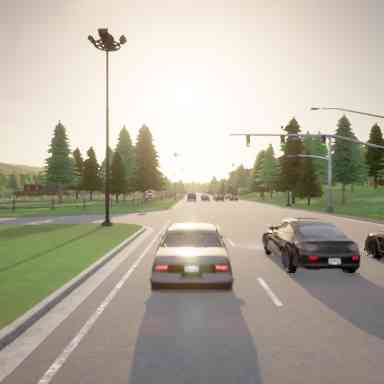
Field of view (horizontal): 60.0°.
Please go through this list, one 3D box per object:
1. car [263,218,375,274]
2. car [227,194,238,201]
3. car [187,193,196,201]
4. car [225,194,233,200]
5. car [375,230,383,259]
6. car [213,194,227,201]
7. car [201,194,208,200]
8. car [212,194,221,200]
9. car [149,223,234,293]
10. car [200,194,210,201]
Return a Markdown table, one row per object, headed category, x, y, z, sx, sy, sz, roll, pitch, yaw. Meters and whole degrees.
| category | x | y | z | sx | sy | sz | roll | pitch | yaw |
| --- | --- | --- | --- | --- | --- | --- | --- | --- | --- |
| car | 3.518 | 1.526 | 10.455 | 1.812 | 1.442 | 4.674 | 0 | 0 | 0 |
| car | 10.455 | 1.587 | 83.966 | 1.895 | 1.301 | 4.718 | 0 | 0 | 0 |
| car | -0.045 | 1.217 | 83.544 | 2.150 | 2.045 | 5.566 | 0 | 0 | 0 |
| car | 10.449 | 1.356 | 93.939 | 1.812 | 1.442 | 4.674 | 0 | 0 | 0 |
| car | 7.008 | 1.564 | 9.944 | 1.994 | 1.385 | 4.181 | 0 | 0 | 1 |
| car | 6.955 | 1.347 | 83.904 | 2.097 | 1.767 | 4.553 | 0 | 0 | 0 |
| car | 3.449 | 1.310 | 93.936 | 1.882 | 1.535 | 5.008 | 0 | 0 | 0 |
| car | 6.949 | 1.372 | 93.938 | 2.033 | 1.411 | 5.357 | 0 | 0 | 0 |
| car | 0.001 | 1.548 | 9.016 | 2.033 | 1.411 | 5.357 | 0 | 0 | 0 |
| car | 3.455 | 1.531 | 83.516 | 2.033 | 1.411 | 5.357 | 0 | 0 | 0 |
